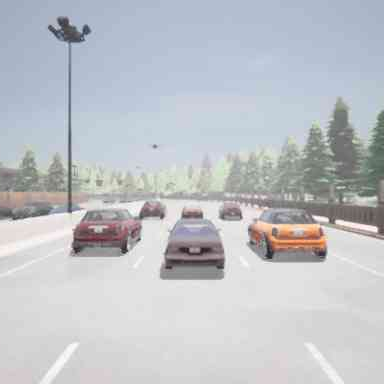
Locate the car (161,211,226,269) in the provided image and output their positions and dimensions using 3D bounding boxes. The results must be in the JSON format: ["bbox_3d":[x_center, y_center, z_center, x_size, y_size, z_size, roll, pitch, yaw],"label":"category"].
[{"bbox_3d":[0.073,1.616,11.421,2.033,1.411,5.357,0,0,0],"label":"car"}]

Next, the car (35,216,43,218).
[{"bbox_3d":[-14.166,1.561,29.985,2.097,1.767,4.553,0,0,0],"label":"car"}]

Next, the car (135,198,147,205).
[{"bbox_3d":[-10.681,1.914,69.568,1.812,1.442,4.674,0,0,0],"label":"car"}]

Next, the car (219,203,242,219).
[{"bbox_3d":[3.524,1.703,30.891,1.812,1.442,4.674,0,0,0],"label":"car"}]

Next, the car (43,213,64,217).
[{"bbox_3d":[-10.657,1.719,28.640,1.812,1.442,4.674,0,0,0],"label":"car"}]

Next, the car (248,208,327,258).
[{"bbox_3d":[3.566,1.423,13.270,2.097,1.767,4.553,0,0,0],"label":"car"}]

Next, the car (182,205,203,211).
[{"bbox_3d":[0.029,1.779,29.793,1.895,1.301,4.718,0,0,0],"label":"car"}]

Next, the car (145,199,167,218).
[{"bbox_3d":[-3.475,1.543,30.711,2.097,1.767,4.553,0,0,0],"label":"car"}]

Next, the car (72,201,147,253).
[{"bbox_3d":[-3.435,1.445,14.326,2.097,1.767,4.553,0,0,0],"label":"car"}]
